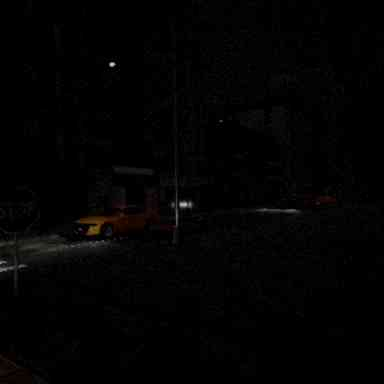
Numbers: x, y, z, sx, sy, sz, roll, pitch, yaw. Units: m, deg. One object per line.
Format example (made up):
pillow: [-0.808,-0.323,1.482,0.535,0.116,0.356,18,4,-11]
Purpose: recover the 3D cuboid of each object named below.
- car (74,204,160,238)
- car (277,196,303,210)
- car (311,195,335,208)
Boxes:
car: [-3.840,1.456,17.727,1.882,1.535,5.008,-2,-1,35]
car: [11.699,1.278,39.559,1.837,1.490,4.892,-2,-2,36]
car: [16.246,1.153,41.110,1.882,1.535,5.008,-2,-1,35]
